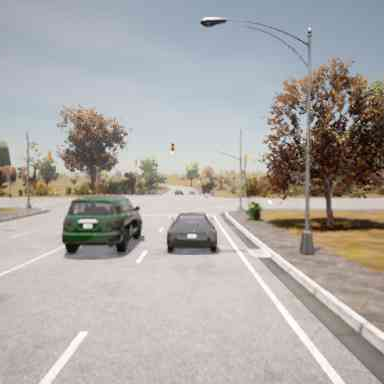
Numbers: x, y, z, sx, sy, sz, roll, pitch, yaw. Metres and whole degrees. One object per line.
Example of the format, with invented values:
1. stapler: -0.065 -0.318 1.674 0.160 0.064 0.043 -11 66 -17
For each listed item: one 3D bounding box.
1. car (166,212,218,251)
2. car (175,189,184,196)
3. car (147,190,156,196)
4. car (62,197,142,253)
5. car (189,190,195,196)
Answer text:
1. car: 0.006 1.541 14.093 1.994 1.385 4.181 0 1 0
2. car: -3.489 0.094 88.763 2.097 1.767 4.553 0 -1 0
3. car: -10.489 0.213 86.314 1.837 1.490 4.892 0 -1 0
4. car: -3.497 1.195 13.853 2.150 2.045 5.566 0 1 0
5. car: 0.011 0.280 88.790 2.033 1.411 5.357 0 -1 0
